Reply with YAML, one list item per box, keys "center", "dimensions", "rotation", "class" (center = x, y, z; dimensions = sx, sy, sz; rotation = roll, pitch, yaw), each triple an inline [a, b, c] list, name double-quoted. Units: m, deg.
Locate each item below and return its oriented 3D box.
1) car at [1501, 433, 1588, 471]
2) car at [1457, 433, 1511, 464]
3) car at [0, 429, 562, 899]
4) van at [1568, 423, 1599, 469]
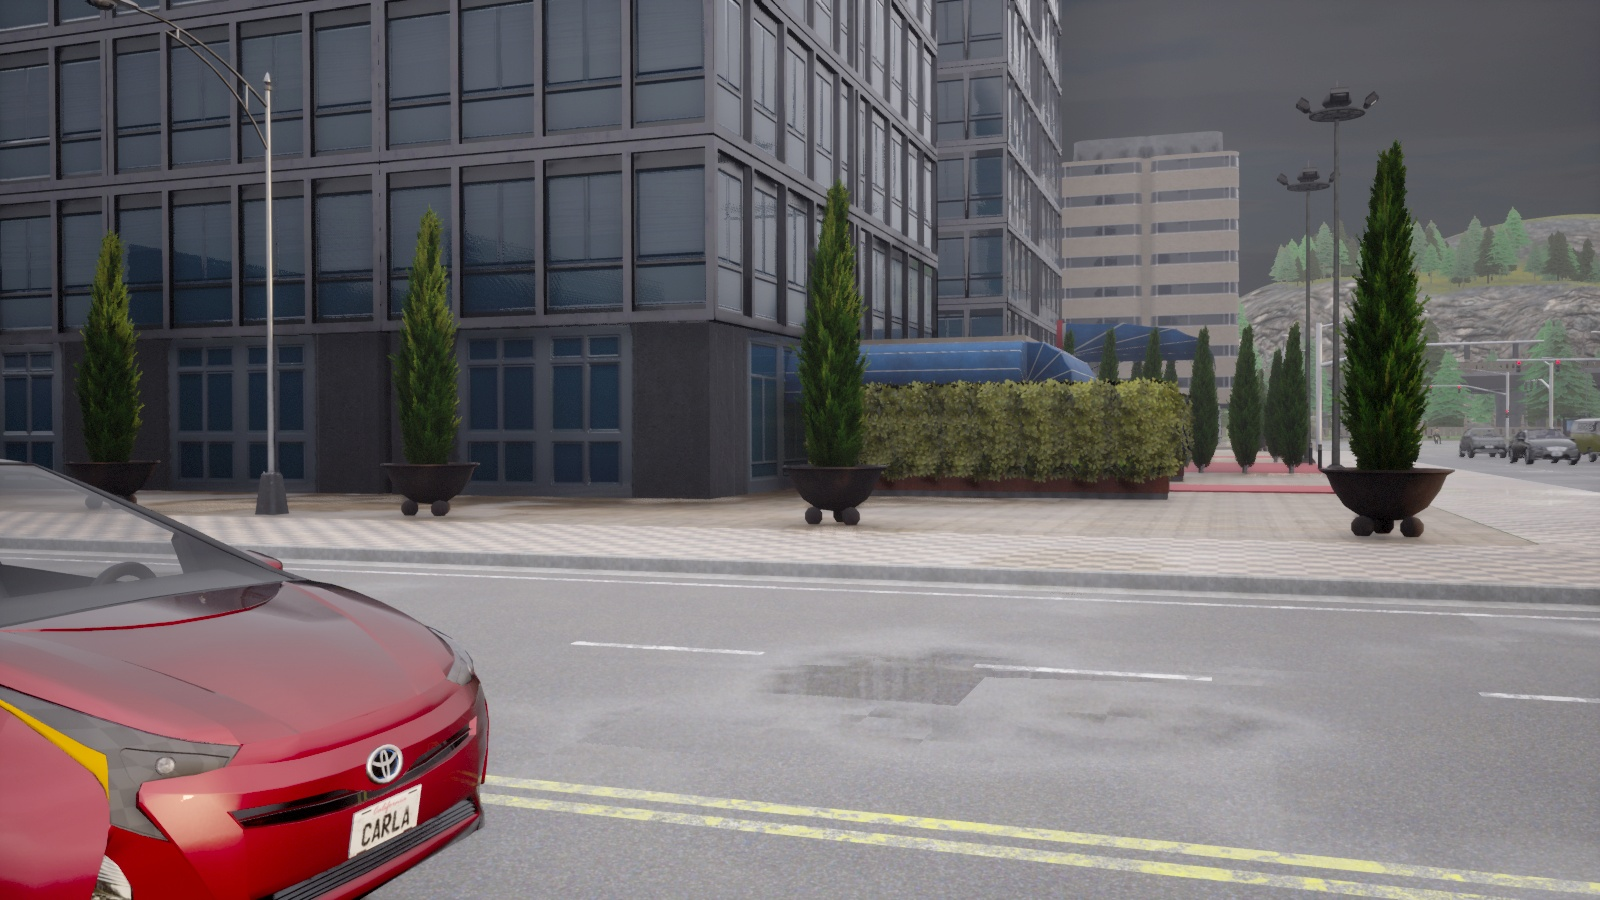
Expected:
- center: [31.236, 0.054, 52.836]
  dimensions: [2.128, 1.511, 4.902]
  rotation: [1, 1, 18]
  class: "car"
- center: [35.095, -0.097, 64.550]
  dimensions: [1.789, 1.549, 3.705]
  rotation: [1, 1, 18]
  class: "car"
- center: [-3.322, 0.692, 4.311]
  dimensions: [4.514, 1.525, 2.007]
  rotation: [1, 1, 19]
  class: "car"
- center: [36.098, -0.188, 56.404]
  dimensions: [1.775, 1.987, 4.442]
  rotation: [1, 1, 18]
  class: "van"
